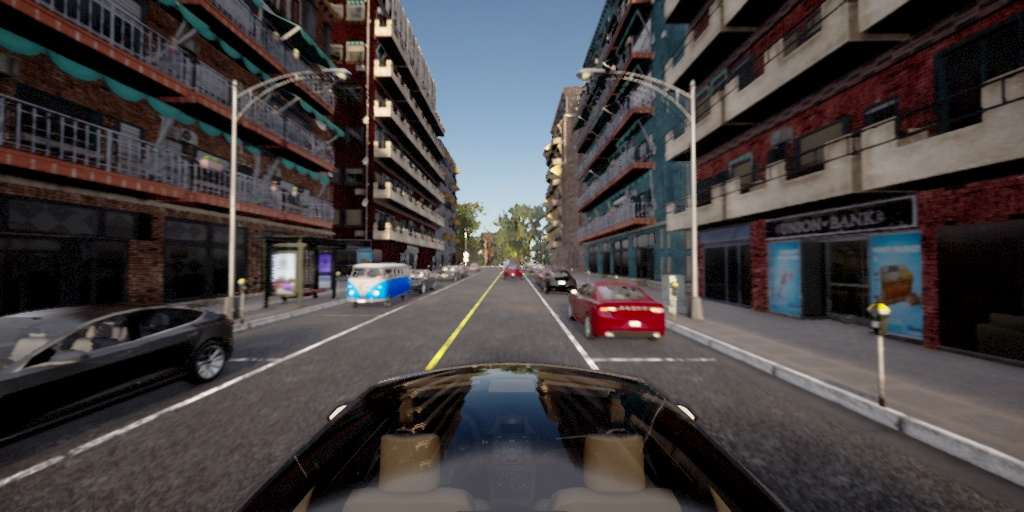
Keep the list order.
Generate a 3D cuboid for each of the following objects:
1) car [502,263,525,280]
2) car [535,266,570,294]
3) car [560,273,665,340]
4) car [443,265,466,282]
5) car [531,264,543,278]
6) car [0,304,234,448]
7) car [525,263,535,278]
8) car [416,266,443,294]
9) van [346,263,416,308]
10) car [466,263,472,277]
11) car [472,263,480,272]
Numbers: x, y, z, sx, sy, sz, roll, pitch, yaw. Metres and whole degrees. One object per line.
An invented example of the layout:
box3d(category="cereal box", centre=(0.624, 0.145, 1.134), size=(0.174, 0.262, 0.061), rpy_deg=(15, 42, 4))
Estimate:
box3d(category="car", centre=(0.095, 1.528, 34.780), size=(1.812, 1.442, 4.674), rpy_deg=(0, -1, 0))
box3d(category="car", centre=(2.656, 1.465, 21.176), size=(1.948, 1.339, 4.313), rpy_deg=(0, 0, 0))
box3d(category="car", centre=(2.670, 1.359, 10.034), size=(1.888, 1.381, 4.507), rpy_deg=(0, 0, 0))
box3d(category="car", centre=(-5.693, 1.534, 32.357), size=(2.007, 1.370, 4.403), rpy_deg=(0, 0, 0))
box3d(category="car", centre=(2.656, 1.523, 26.747), size=(1.802, 1.307, 4.207), rpy_deg=(0, 0, 0))
box3d(category="car", centre=(-5.690, 1.337, 4.502), size=(1.948, 1.339, 4.313), rpy_deg=(0, 0, 0))
box3d(category="car", centre=(2.654, 1.577, 37.889), size=(2.007, 1.370, 4.403), rpy_deg=(0, 0, 0))
box3d(category="car", centre=(-5.691, 1.449, 21.214), size=(2.007, 1.370, 4.403), rpy_deg=(0, 0, 0))
box3d(category="van", centre=(-5.691, 1.197, 15.644), size=(1.690, 1.789, 3.998), rpy_deg=(0, 0, 0))
box3d(category="car", centre=(-5.694, 1.608, 37.927), size=(1.802, 1.307, 4.207), rpy_deg=(0, 0, 0))
box3d(category="car", centre=(-5.784, 1.739, 55.043), size=(1.802, 1.307, 4.207), rpy_deg=(0, 0, 0))
